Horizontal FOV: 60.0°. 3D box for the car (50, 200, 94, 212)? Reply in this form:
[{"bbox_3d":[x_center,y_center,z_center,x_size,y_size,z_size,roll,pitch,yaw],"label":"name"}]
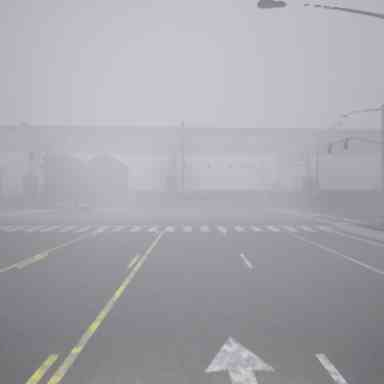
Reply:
[{"bbox_3d":[-13.548,1.559,37.463,4.718,1.301,1.895,0,0,17],"label":"car"}]
